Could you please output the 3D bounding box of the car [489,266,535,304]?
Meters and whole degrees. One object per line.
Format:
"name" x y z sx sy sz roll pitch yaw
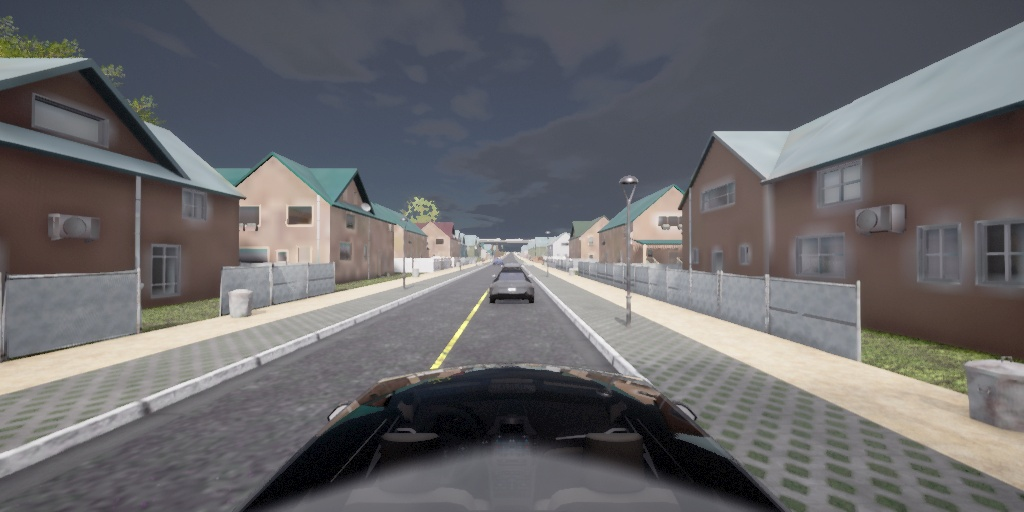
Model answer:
"car" 0.000 1.320 16.499 1.994 1.385 4.181 0 0 0

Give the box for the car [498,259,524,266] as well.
"car" 0.000 1.220 31.500 1.882 1.535 5.008 0 0 0
